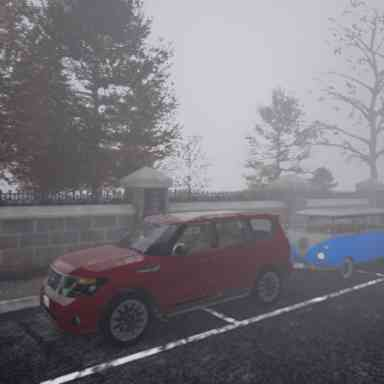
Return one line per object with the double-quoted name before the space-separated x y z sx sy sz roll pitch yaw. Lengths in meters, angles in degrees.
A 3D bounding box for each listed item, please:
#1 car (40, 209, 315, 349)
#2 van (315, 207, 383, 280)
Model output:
"car" -0.135 1.322 6.462 5.009 1.841 2.192 0 0 -35
"van" 4.450 1.358 9.731 3.998 1.788 1.690 0 0 -35
